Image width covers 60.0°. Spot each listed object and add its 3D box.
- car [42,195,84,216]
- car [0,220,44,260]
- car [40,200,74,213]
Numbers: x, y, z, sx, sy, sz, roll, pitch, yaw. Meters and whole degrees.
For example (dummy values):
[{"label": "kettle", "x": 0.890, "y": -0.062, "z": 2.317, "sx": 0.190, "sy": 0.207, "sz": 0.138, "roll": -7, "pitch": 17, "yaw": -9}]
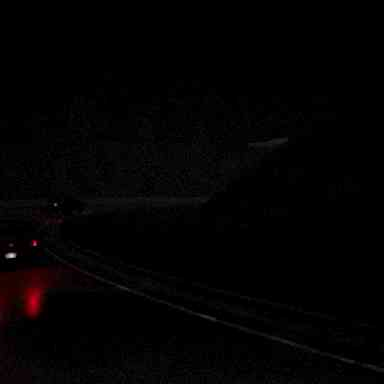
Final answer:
[{"label": "car", "x": -13.188, "y": 1.366, "z": 34.900, "sx": 2.150, "sy": 2.045, "sz": 5.566, "roll": 0, "pitch": 0, "yaw": 1}, {"label": "car", "x": -6.760, "y": 1.647, "z": 11.954, "sx": 1.895, "sy": 1.301, "sz": 4.718, "roll": 0, "pitch": 0, "yaw": -34}, {"label": "car", "x": -16.079, "y": 1.727, "z": 39.938, "sx": 1.994, "sy": 1.385, "sz": 4.181, "roll": 0, "pitch": 0, "yaw": 7}]
